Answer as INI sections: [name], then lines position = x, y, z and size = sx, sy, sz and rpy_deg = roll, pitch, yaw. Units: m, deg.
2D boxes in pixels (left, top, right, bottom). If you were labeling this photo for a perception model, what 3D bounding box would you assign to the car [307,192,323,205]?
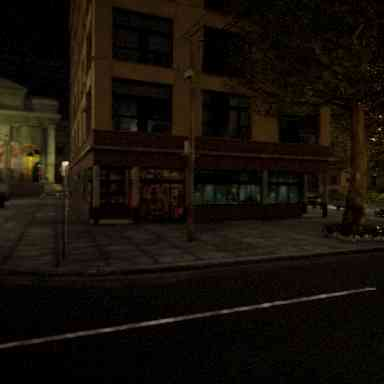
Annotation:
[car]
position = 13.705, 0.750, 40.405
size = 2.128, 1.511, 4.902
rpy_deg = 0, 1, -22
